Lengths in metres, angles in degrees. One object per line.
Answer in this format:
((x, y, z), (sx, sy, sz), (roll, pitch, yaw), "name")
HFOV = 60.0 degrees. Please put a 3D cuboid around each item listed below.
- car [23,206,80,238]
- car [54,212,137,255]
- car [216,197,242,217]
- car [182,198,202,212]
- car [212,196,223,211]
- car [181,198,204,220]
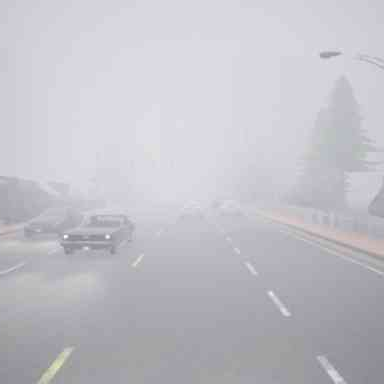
((-7.097, 1.517, 17.733), (1.812, 1.442, 4.674), (0, 0, 0), "car")
((-3.554, 1.594, 13.417), (1.895, 1.301, 4.718), (0, 0, 1), "car")
((3.552, 1.508, 31.297), (1.812, 1.442, 4.674), (0, 0, 0), "car")
((0.012, 1.470, 39.168), (2.128, 1.511, 4.902), (0, 0, 1), "car")
((3.553, 1.328, 41.165), (2.097, 1.767, 4.553), (0, 0, 1), "car")
((0.043, 1.510, 28.301), (1.812, 1.442, 4.674), (0, 0, 0), "car")
